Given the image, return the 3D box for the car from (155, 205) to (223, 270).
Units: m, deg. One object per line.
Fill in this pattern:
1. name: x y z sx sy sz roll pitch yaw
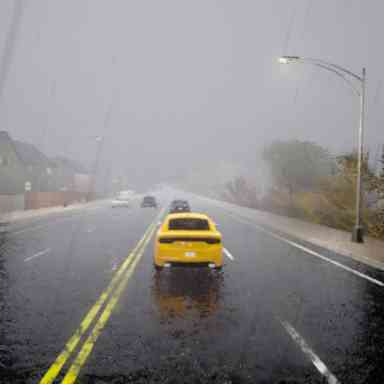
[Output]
1. car: -0.167 1.427 10.917 1.882 1.535 5.008 1 0 -3

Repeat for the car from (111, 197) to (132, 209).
1. car: -8.238 1.266 39.165 1.895 1.301 4.718 1 0 -3

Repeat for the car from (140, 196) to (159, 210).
1. car: -4.972 1.229 38.973 1.837 1.490 4.892 1 0 -3

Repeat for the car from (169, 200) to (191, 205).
1. car: -1.070 1.391 29.477 2.033 1.411 5.357 1 0 -3
